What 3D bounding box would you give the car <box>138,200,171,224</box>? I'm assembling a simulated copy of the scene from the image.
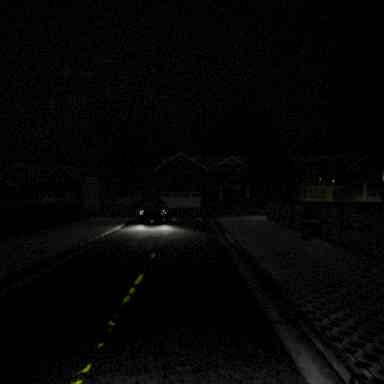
[{"bbox_3d":[-2.811,1.469,25.658,2.097,1.767,4.553,0,0,0],"label":"car"}]
